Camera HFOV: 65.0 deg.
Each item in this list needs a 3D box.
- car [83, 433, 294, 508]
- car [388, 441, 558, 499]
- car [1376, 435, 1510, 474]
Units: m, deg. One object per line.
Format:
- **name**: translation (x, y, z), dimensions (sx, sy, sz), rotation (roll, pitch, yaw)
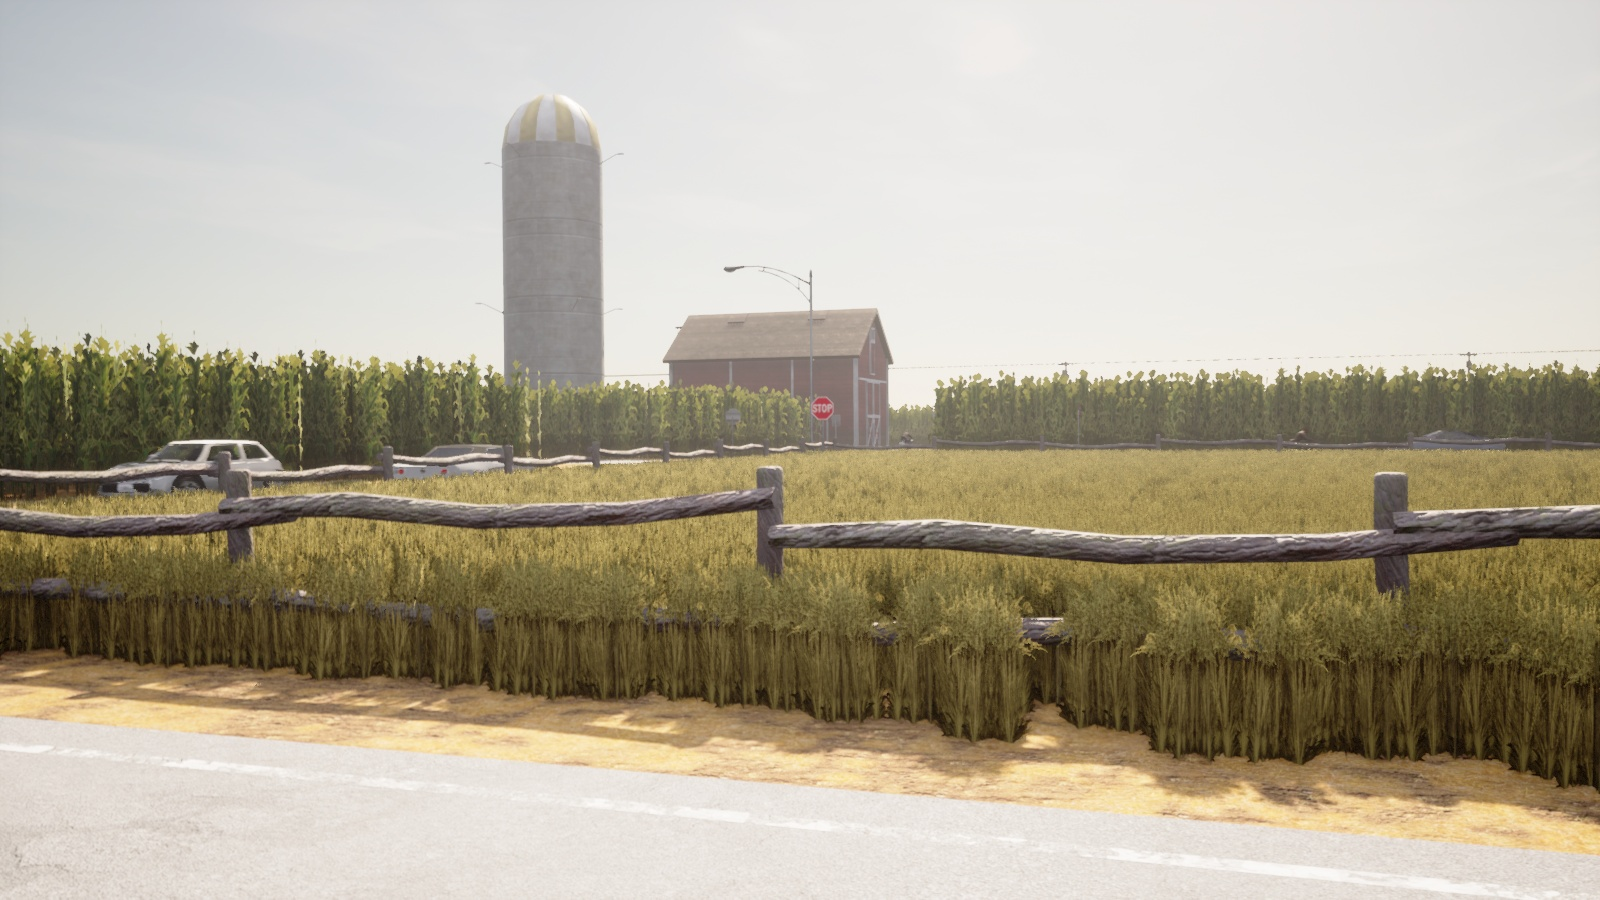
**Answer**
- **car**: translation (-13.070, 0.388, 27.095), dimensions (1.970, 1.475, 3.806), rotation (0, 1, 19)
- **car**: translation (-8.174, 0.439, 31.894), dimensions (1.895, 1.301, 4.718), rotation (0, 1, 19)
- **car**: translation (23.948, 0.132, 46.930), dimensions (4.181, 1.385, 1.994), rotation (1, 1, 19)
